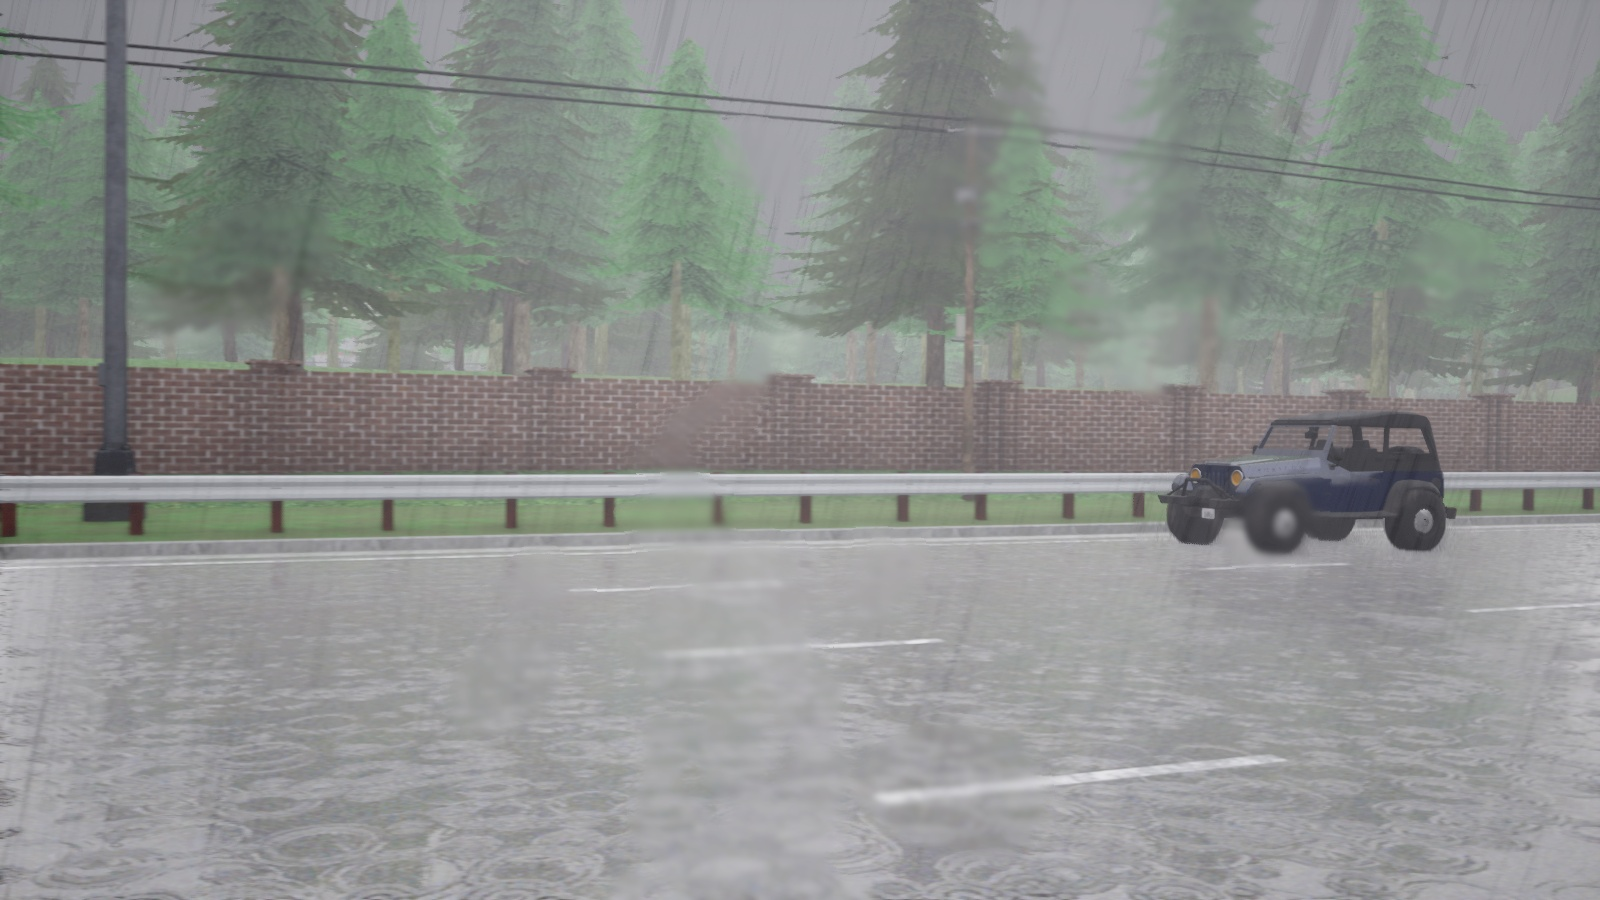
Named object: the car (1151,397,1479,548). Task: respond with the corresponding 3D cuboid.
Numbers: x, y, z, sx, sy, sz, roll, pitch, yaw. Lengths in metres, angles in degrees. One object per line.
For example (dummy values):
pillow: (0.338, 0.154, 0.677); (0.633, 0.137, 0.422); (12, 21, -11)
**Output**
car: (6.995, 0.240, 17.123); (3.866, 1.878, 1.905); (-1, 1, -21)
